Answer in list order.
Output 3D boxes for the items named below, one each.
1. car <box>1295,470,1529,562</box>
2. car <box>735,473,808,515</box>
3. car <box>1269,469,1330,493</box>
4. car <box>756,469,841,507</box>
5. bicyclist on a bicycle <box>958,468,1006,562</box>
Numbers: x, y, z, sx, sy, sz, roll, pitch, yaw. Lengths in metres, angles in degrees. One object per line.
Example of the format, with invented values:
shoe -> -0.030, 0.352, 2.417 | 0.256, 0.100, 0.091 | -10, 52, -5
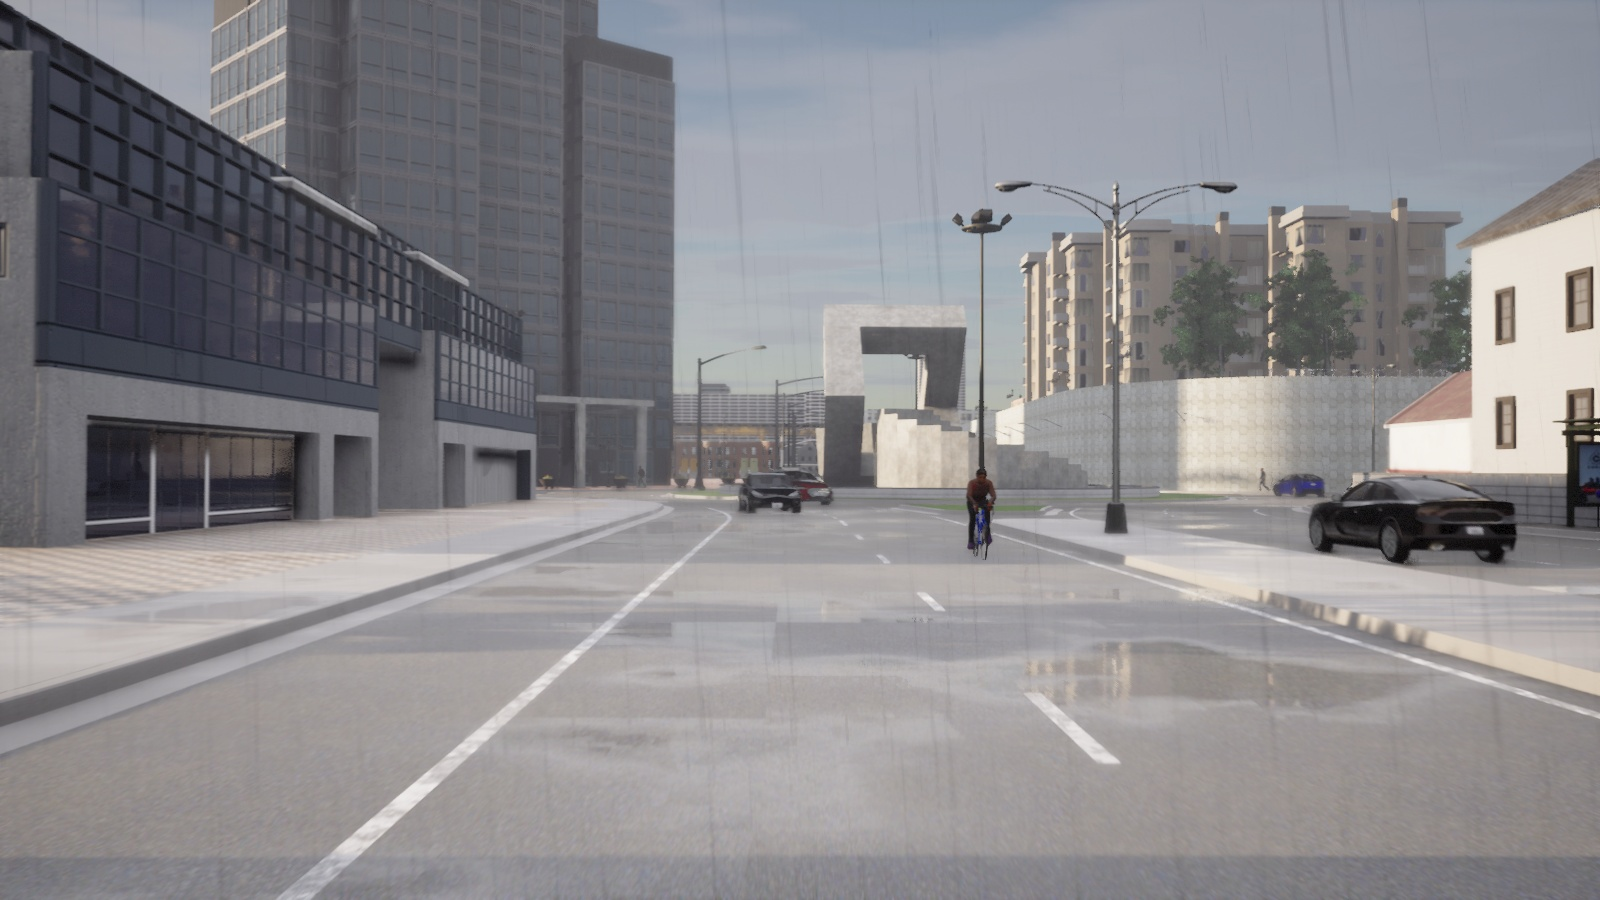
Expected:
car -> 11.237, 1.142, 23.542 | 1.882, 1.535, 5.008 | 0, -1, -1
car -> -1.135, 1.608, 47.124 | 2.163, 1.488, 4.792 | 0, -1, -9
car -> 32.242, 1.994, 81.208 | 2.007, 1.525, 4.514 | 0, -1, -1
car -> -0.137, 1.716, 58.002 | 2.033, 1.649, 4.856 | 0, -1, -26
bicyclist on a bicycle -> 3.247, 1.131, 22.505 | 0.582, 1.620, 1.656 | 0, -1, -1
